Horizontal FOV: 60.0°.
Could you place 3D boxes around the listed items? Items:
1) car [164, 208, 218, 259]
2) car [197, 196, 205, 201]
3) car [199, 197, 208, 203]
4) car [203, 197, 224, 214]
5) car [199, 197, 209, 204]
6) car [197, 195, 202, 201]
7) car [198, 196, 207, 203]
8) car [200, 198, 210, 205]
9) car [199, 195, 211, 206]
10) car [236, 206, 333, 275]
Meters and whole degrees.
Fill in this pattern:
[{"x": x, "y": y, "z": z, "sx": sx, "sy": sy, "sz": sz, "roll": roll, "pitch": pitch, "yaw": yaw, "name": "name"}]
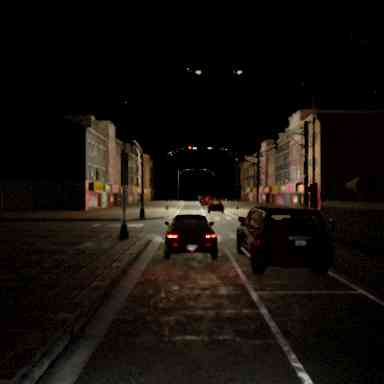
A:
[{"x": -0.081, "y": 1.543, "z": 12.591, "sx": 1.812, "sy": 1.442, "sz": 4.674, "roll": 0, "pitch": 0, "yaw": -2, "name": "car"}, {"x": 2.451, "y": 1.868, "z": 91.250, "sx": 1.947, "sy": 1.339, "sz": 4.313, "roll": 0, "pitch": 0, "yaw": 0, "name": "car"}, {"x": 2.485, "y": 1.802, "z": 74.938, "sx": 1.802, "sy": 1.307, "sz": 4.206, "roll": 0, "pitch": 0, "yaw": 0, "name": "car"}, {"x": 2.566, "y": 1.619, "z": 36.876, "sx": 1.887, "sy": 1.381, "sz": 4.507, "roll": 1, "pitch": 0, "yaw": 0, "name": "car"}, {"x": 2.496, "y": 1.777, "z": 69.500, "sx": 1.802, "sy": 1.307, "sz": 4.206, "roll": 0, "pitch": 0, "yaw": 0, "name": "car"}, {"x": 2.522, "y": 1.464, "z": 58.626, "sx": 2.192, "sy": 1.841, "sz": 5.009, "roll": 1, "pitch": 0, "yaw": 0, "name": "car"}, {"x": 2.474, "y": 1.797, "z": 80.375, "sx": 2.008, "sy": 1.369, "sz": 4.403, "roll": 0, "pitch": 0, "yaw": 0, "name": "car"}, {"x": 2.508, "y": 1.753, "z": 64.063, "sx": 1.802, "sy": 1.307, "sz": 4.206, "roll": 0, "pitch": 0, "yaw": 0, "name": "car"}, {"x": 2.531, "y": 1.673, "z": 53.188, "sx": 1.887, "sy": 1.381, "sz": 4.507, "roll": 1, "pitch": 0, "yaw": 0, "name": "car"}, {"x": 2.624, "y": 1.329, "z": 10.447, "sx": 2.192, "sy": 1.841, "sz": 5.009, "roll": 1, "pitch": 0, "yaw": 0, "name": "car"}]
